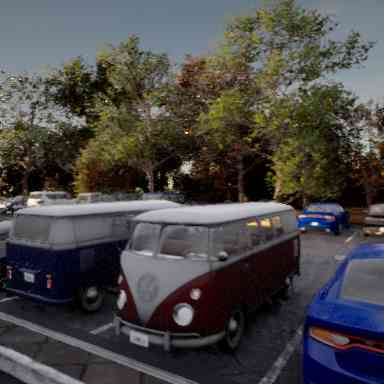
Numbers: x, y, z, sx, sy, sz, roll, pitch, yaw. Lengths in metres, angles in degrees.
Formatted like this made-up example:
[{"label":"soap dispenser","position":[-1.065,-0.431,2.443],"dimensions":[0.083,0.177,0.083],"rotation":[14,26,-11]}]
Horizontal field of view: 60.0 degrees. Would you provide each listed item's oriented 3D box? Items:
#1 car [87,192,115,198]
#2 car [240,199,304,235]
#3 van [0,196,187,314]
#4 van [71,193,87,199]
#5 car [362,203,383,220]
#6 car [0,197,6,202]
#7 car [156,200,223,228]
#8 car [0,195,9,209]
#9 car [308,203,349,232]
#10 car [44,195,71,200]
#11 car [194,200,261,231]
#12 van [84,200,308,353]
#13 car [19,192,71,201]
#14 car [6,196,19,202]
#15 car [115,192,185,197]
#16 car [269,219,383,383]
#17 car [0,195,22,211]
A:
[{"label":"car","position":[-4.676,1.032,25.001],"dimensions":[2.435,2.045,5.566],"rotation":[0,1,33]},{"label":"car","position":[4.772,1.299,19.162],"dimensions":[1.946,1.575,5.366],"rotation":[0,1,33]},{"label":"van","position":[-1.707,1.221,7.698],"dimensions":[1.878,1.987,4.442],"rotation":[0,1,33]},{"label":"van","position":[-6.969,1.042,26.569],"dimensions":[1.878,1.987,4.442],"rotation":[0,1,33]},{"label":"car","position":[9.352,1.298,16.013],"dimensions":[2.231,1.521,4.892],"rotation":[0,1,33]},{"label":"car","position":[-16.376,1.086,32.470],"dimensions":[2.185,1.767,4.553],"rotation":[0,1,33]},{"label":"car","position":[0.005,1.329,22.019],"dimensions":[2.163,1.488,4.792],"rotation":[0,1,33]},{"label":"car","position":[-23.409,1.170,36.928],"dimensions":[2.231,1.521,4.892],"rotation":[0,1,33]},{"label":"car","position":[7.011,1.302,17.508],"dimensions":[2.097,1.535,5.008],"rotation":[0,1,33]},{"label":"car","position":[-9.271,1.250,28.122],"dimensions":[1.946,1.575,5.366],"rotation":[0,1,33]},{"label":"car","position":[2.320,1.337,20.473],"dimensions":[2.163,1.488,4.792],"rotation":[0,1,33]},{"label":"van","position":[0.529,1.221,5.994],"dimensions":[1.878,1.987,4.442],"rotation":[0,1,33]},{"label":"car","position":[-11.696,0.989,29.480],"dimensions":[2.435,2.045,5.566],"rotation":[0,1,33]},{"label":"car","position":[-14.066,1.256,30.928],"dimensions":[2.163,1.488,4.792],"rotation":[0,1,33]},{"label":"car","position":[-2.366,1.042,23.460],"dimensions":[2.435,2.045,5.566],"rotation":[0,1,33]},{"label":"car","position":[2.957,1.439,4.580],"dimensions":[2.097,1.535,5.008],"rotation":[0,1,33]},{"label":"car","position":[-21.171,1.182,35.274],"dimensions":[1.946,1.575,5.366],"rotation":[0,1,33]}]
